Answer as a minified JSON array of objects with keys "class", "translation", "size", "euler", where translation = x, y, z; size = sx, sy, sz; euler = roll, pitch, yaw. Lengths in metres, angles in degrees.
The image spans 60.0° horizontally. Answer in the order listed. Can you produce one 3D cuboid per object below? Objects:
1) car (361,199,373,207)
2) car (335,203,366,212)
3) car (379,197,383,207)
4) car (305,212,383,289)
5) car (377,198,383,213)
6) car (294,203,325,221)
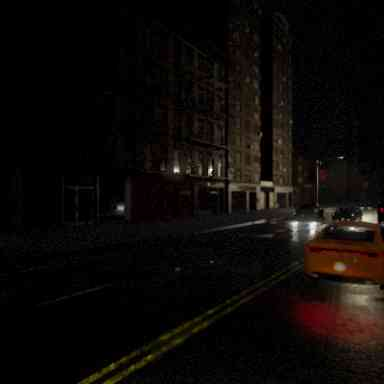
[{"class":"car","translation":[34.041,2.106,64.704],"size":[2.033,1.411,5.357],"euler":[0,-1,34]},{"class":"car","translation":[13.258,1.894,28.368],"size":[1.895,1.301,4.718],"euler":[0,-1,34]},{"class":"car","translation":[36.516,1.909,62.565],"size":[2.097,1.767,4.553],"euler":[0,-1,34]},{"class":"car","translation":[4.774,1.580,9.673],"size":[1.882,1.535,5.008],"euler":[0,0,34]},{"class":"car","translation":[15.937,1.489,26.174],"size":[2.150,2.045,5.566],"euler":[0,-1,34]},{"class":"car","translation":[10.830,1.823,30.580],"size":[1.837,1.490,4.892],"euler":[0,-1,34]}]
